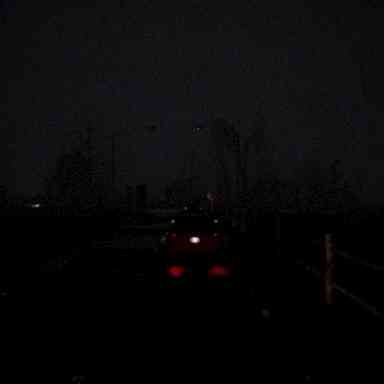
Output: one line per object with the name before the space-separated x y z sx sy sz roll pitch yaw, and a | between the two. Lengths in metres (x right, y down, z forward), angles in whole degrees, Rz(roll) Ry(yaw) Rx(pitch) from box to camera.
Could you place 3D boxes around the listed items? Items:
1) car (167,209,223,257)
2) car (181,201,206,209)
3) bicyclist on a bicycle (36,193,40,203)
car | 0.100 1.556 12.923 1.994 1.385 4.181 0 0 0
car | 0.104 1.485 27.814 2.128 1.511 4.902 0 0 0
bicyclist on a bicycle | -22.590 0.950 49.026 0.582 1.620 1.656 1 0 0
